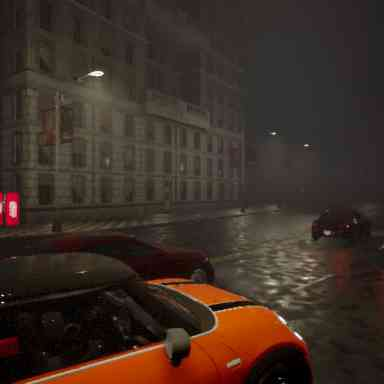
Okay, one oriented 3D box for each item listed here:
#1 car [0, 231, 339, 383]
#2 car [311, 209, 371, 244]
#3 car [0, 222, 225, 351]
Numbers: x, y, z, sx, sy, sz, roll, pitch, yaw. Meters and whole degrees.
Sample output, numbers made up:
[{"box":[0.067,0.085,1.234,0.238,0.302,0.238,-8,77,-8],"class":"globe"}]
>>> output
[{"box":[-1.022,1.349,2.847,4.553,1.767,2.097,0,0,-35],"class":"car"},{"box":[7.112,1.518,15.743,1.812,1.442,4.674,0,0,39],"class":"car"},{"box":[-1.651,1.520,6.682,4.674,1.442,1.812,0,0,-39],"class":"car"}]
